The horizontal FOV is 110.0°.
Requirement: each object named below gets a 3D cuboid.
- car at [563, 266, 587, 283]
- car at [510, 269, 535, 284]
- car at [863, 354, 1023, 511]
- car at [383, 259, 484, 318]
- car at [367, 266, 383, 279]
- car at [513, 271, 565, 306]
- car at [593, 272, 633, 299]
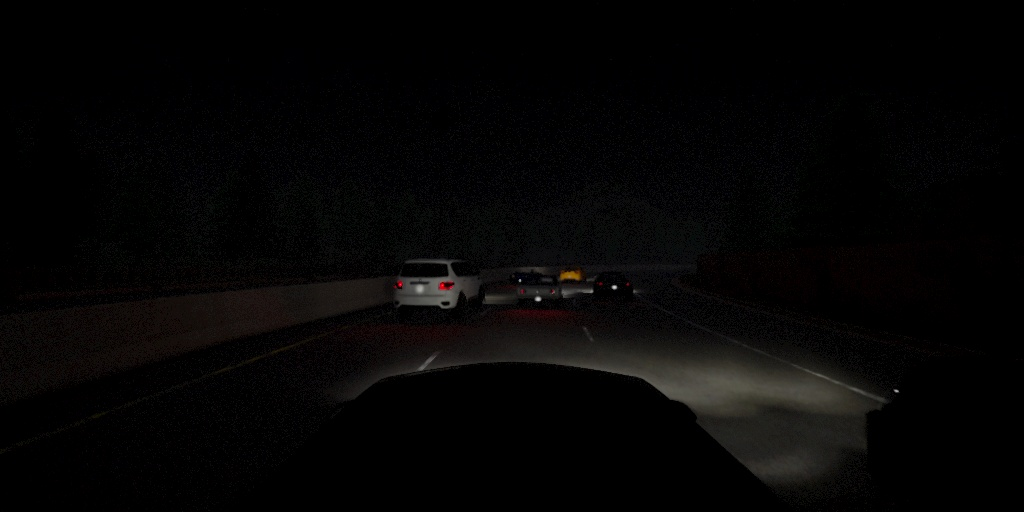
[{"bbox_3d":[5.905,1.678,33.983,1.882,1.535,5.008,0,-1,20],"label":"car"},{"bbox_3d":[1.373,1.760,31.730,1.895,1.301,4.718,0,-1,18],"label":"car"},{"bbox_3d":[3.675,0.957,0.179,2.150,2.045,5.566,0,-1,-2],"label":"car"},{"bbox_3d":[-2.585,1.130,13.926,2.150,2.045,5.566,0,-1,7],"label":"car"},{"bbox_3d":[-12.285,1.709,35.662,1.837,1.490,4.892,0,-1,18],"label":"car"},{"bbox_3d":[1.447,1.565,17.349,1.895,1.301,4.718,0,-1,9],"label":"car"},{"bbox_3d":[5.565,1.575,20.088,1.994,1.385,4.181,0,-1,11],"label":"car"}]
